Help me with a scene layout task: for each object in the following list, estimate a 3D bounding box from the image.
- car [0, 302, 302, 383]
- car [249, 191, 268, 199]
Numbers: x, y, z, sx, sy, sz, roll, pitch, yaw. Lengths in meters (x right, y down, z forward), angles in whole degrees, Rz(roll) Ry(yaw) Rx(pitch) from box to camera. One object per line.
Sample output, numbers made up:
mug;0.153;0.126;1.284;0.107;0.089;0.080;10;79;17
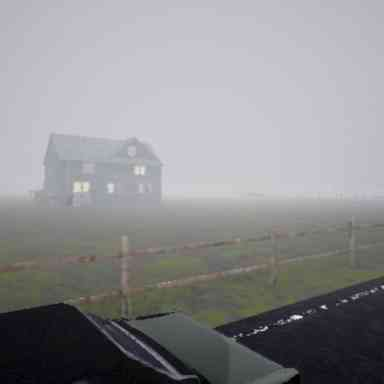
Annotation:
car;-1.532;1.601;1.978;4.718;1.301;1.895;0;0;-35
car;14.498;0.638;71.721;2.128;1.511;4.902;0;1;-35
